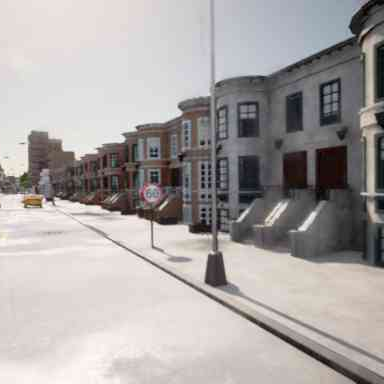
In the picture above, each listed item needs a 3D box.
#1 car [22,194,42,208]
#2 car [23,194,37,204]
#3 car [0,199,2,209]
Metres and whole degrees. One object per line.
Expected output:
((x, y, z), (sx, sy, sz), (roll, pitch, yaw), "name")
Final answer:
((-19.149, 1.074, 39.995), (1.882, 1.535, 5.008), (-1, 1, -27), "car")
((-25.072, 1.017, 51.326), (1.812, 1.442, 4.674), (-1, 1, -27), "car")
((-22.009, 1.220, 36.455), (1.812, 1.442, 4.674), (-1, 1, -27), "car")
